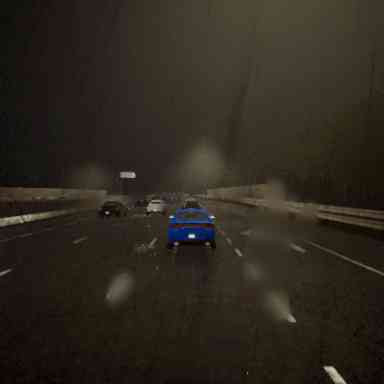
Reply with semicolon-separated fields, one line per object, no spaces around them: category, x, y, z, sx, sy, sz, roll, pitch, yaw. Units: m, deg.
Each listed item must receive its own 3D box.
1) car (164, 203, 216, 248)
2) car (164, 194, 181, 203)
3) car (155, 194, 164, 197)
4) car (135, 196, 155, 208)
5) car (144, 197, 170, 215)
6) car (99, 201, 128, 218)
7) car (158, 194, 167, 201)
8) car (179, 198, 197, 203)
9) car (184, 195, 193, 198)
car;-0.014;1.493;14.861;1.882;1.535;5.008;0;0;0
car;-3.921;1.399;66.768;2.097;1.767;4.553;0;0;-1
car;-7.454;1.557;69.252;1.837;1.490;4.892;0;0;-1
car;-7.229;1.394;49.991;2.097;1.767;4.553;0;0;-1
car;-3.606;1.561;34.860;1.812;1.442;4.674;0;0;0
car;-7.077;1.559;30.075;1.812;1.442;4.674;0;0;0
car;-7.737;1.437;87.636;2.097;1.767;4.553;0;0;-1
car;-0.101;1.597;34.034;1.994;1.385;4.181;0;0;0
car;-0.269;1.642;54.050;1.895;1.301;4.718;0;0;-1
